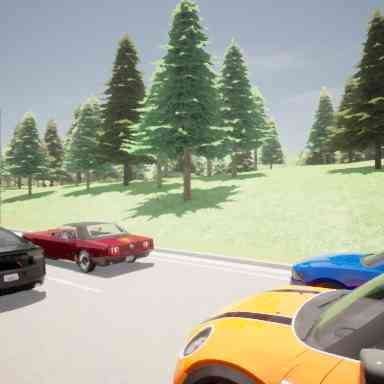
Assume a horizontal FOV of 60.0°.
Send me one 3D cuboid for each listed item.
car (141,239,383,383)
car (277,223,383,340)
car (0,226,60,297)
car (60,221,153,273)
[{"bbox_3d":[2.024,1.352,2.544,4.553,1.767,2.097,0,0,36],"label":"car"},{"bbox_3d":[4.120,1.478,5.346,5.008,1.535,1.882,0,0,36],"label":"car"},{"bbox_3d":[-5.443,1.477,7.782,5.008,1.535,1.882,0,0,36],"label":"car"},{"bbox_3d":[-3.555,1.601,10.736,4.718,1.301,1.895,0,0,36],"label":"car"}]
